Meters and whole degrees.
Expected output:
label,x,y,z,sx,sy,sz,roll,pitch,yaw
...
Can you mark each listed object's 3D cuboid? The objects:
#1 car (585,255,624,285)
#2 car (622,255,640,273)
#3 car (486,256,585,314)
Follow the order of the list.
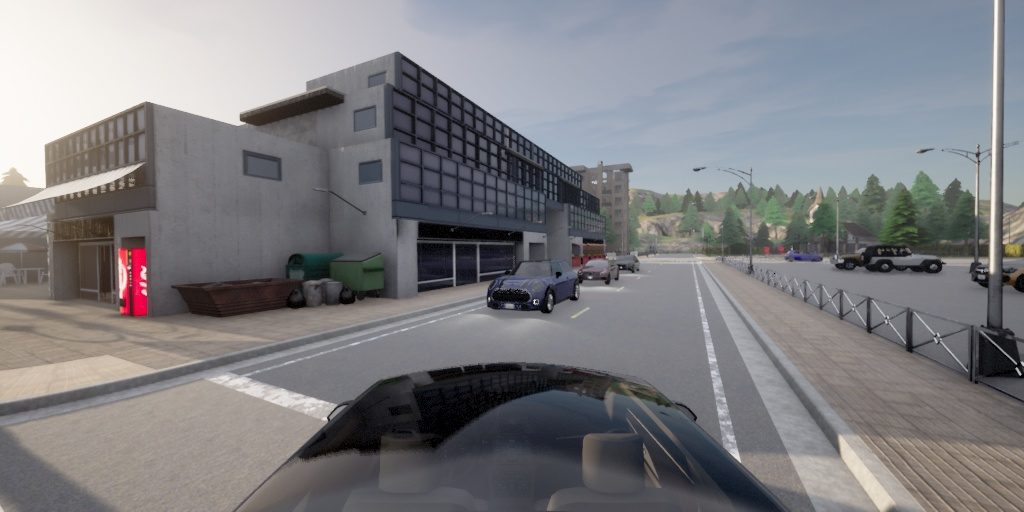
label,x,y,z,sx,sy,sz,roll,pitch,yaw
car,5.395,0.877,22.114,1.812,1.442,4.674,0,1,26
car,9.961,0.644,31.302,1.837,1.490,4.892,0,1,27
car,0.913,0.911,13.060,2.097,1.767,4.553,0,1,26
